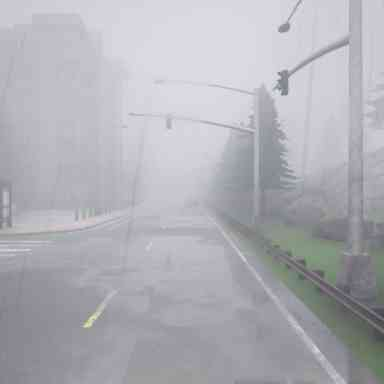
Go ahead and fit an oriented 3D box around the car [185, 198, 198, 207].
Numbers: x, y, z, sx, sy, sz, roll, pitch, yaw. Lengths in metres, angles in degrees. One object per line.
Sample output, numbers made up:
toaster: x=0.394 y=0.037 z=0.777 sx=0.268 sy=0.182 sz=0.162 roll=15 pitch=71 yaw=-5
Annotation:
car: x=-0.039 y=1.564 z=50.677 sx=1.994 sy=1.385 sz=4.181 roll=0 pitch=0 yaw=0
